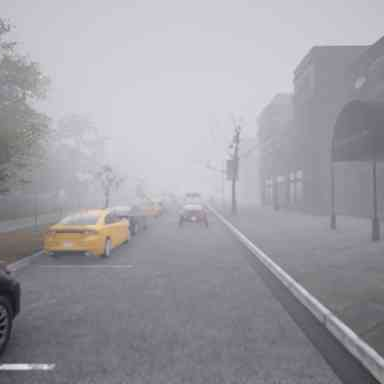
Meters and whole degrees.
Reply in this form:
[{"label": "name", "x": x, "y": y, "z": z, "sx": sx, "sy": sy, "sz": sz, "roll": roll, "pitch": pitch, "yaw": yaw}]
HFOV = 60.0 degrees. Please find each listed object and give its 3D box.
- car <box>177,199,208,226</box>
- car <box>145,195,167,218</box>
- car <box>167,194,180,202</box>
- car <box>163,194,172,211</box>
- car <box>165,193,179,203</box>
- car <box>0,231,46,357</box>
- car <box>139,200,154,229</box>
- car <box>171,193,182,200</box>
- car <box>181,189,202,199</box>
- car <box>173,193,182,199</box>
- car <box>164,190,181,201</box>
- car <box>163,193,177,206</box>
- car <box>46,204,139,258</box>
[{"label": "car", "x": 0.099, "y": 1.410, "z": 22.296, "sx": 1.812, "sy": 1.442, "sz": 4.674, "roll": 0, "pitch": 0, "yaw": 0}, {"label": "car", "x": -3.646, "y": 1.355, "z": 28.302, "sx": 1.946, "sy": 1.575, "sz": 5.366, "roll": 0, "pitch": 0, "yaw": 2}, {"label": "car", "x": -3.667, "y": 1.179, "z": 67.992, "sx": 2.163, "sy": 1.488, "sz": 4.792, "roll": -1, "pitch": 1, "yaw": 2}, {"label": "car", "x": -3.654, "y": 1.342, "z": 34.683, "sx": 2.097, "sy": 1.535, "sz": 5.008, "roll": 0, "pitch": 1, "yaw": 2}, {"label": "car", "x": -3.657, "y": 1.036, "z": 62.386, "sx": 2.185, "sy": 1.767, "sz": 4.553, "roll": 0, "pitch": 1, "yaw": 2}, {"label": "car", "x": -3.653, "y": 1.252, "z": 2.616, "sx": 2.435, "sy": 2.045, "sz": 5.566, "roll": 0, "pitch": 0, "yaw": 1}, {"label": "car", "x": -3.653, "y": 1.406, "z": 18.049, "sx": 2.097, "sy": 1.535, "sz": 5.008, "roll": 0, "pitch": 0, "yaw": 2}, {"label": "car", "x": -3.650, "y": 1.034, "z": 79.239, "sx": 1.946, "sy": 1.575, "sz": 5.366, "roll": 0, "pitch": 1, "yaw": 2}, {"label": "car", "x": 0.094, "y": 1.019, "z": 41.144, "sx": 2.150, "sy": 2.045, "sz": 5.566, "roll": 0, "pitch": 0, "yaw": 0}, {"label": "car", "x": -3.658, "y": 1.018, "z": 85.375, "sx": 2.002, "sy": 1.452, "sz": 4.674, "roll": 0, "pitch": 1, "yaw": 2}, {"label": "car", "x": -3.654, "y": 0.951, "z": 54.732, "sx": 2.435, "sy": 2.045, "sz": 5.566, "roll": 0, "pitch": 0, "yaw": 2}, {"label": "car", "x": -3.654, "y": 1.271, "z": 45.781, "sx": 2.097, "sy": 1.535, "sz": 5.008, "roll": 0, "pitch": 0, "yaw": 2}, {"label": "car", "x": -3.652, "y": 1.421, "z": 12.501, "sx": 2.097, "sy": 1.535, "sz": 5.008, "roll": 0, "pitch": 1, "yaw": 2}]
